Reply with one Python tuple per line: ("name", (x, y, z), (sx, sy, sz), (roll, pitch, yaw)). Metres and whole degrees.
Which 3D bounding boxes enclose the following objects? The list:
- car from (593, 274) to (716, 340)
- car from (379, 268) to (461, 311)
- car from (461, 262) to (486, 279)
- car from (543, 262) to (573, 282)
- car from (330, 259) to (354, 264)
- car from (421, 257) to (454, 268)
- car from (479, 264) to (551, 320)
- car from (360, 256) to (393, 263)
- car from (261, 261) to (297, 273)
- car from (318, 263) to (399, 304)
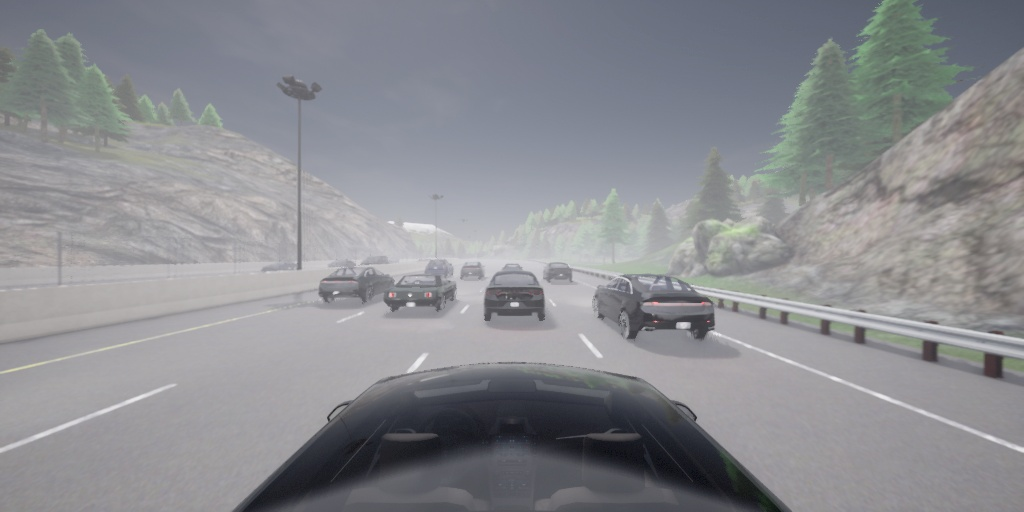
("car", (3.580, 1.238, 9.909), (2.128, 1.511, 4.902), (0, 0, 0))
("car", (-3.421, 1.350, 14.358), (1.895, 1.301, 4.718), (0, 0, 0))
("car", (-3.452, 1.238, 32.194), (2.128, 1.511, 4.902), (0, 0, 0))
("car", (3.556, 1.221, 28.433), (1.882, 1.535, 5.008), (0, 0, 0))
("car", (-21.158, 1.256, 44.807), (1.837, 1.490, 4.892), (0, 1, 0))
("car", (-6.958, 1.100, 34.772), (2.097, 1.767, 4.553), (0, 0, 0))
("car", (0.079, 1.226, 12.680), (1.882, 1.535, 5.008), (0, 0, 0))
("car", (-17.663, 0.973, 46.184), (2.150, 2.045, 5.566), (0, 0, 0))
("car", (-28.154, 1.304, 44.033), (2.033, 1.411, 5.357), (0, 0, 0))
("car", (-6.926, 1.242, 16.524), (2.128, 1.511, 4.902), (0, 0, 0))
